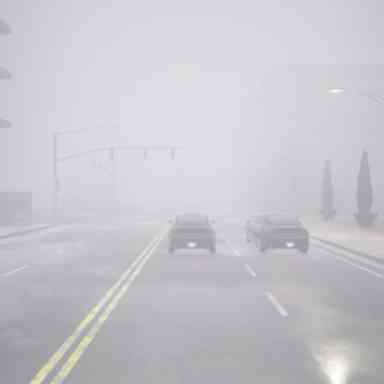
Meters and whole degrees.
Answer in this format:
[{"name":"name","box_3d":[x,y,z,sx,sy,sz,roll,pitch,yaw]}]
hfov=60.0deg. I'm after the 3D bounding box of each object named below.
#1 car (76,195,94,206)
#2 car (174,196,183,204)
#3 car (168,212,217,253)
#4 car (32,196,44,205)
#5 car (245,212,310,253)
[{"name":"car","box_3d":[-26.721,2.169,83.061,1.970,1.475,3.806,0,-1,0]},{"name":"car","box_3d":[-3.512,2.027,86.175,2.150,2.045,5.566,0,-1,0]},{"name":"car","box_3d":[0.002,1.642,14.299,1.837,1.490,4.892,0,0,0]},{"name":"car","box_3d":[-32.541,2.029,67.979,1.970,1.475,3.806,0,-1,0]},{"name":"car","box_3d":[3.502,1.641,14.297,1.837,1.490,4.892,0,0,0]}]
